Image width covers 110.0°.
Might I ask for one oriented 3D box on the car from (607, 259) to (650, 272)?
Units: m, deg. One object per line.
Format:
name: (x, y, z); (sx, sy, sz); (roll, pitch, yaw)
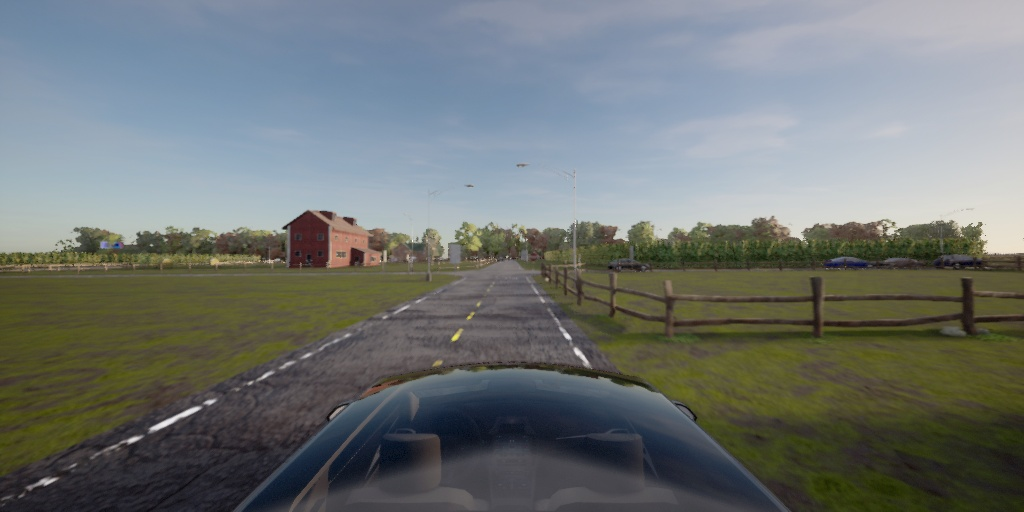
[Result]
car: (13.884, 1.114, 42.826); (4.892, 1.490, 1.837); (-1, -1, 0)

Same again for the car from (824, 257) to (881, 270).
car: (40.362, 0.854, 42.890); (5.008, 1.535, 1.882); (-1, -1, 0)
